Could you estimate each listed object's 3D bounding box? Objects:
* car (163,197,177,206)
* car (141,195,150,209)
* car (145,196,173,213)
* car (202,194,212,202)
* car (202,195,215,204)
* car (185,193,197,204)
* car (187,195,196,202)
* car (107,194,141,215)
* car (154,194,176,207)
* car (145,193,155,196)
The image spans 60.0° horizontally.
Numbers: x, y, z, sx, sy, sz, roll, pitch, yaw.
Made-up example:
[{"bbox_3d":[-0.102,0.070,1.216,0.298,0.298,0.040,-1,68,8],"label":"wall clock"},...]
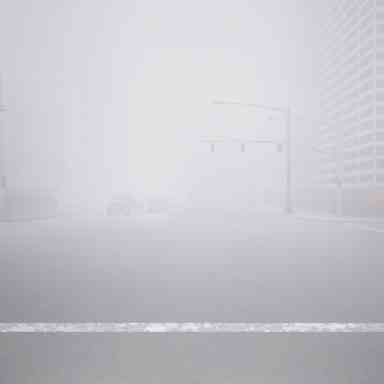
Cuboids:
[{"bbox_3d":[-3.709,1.564,56.543,1.994,1.385,4.181,0,0,0],"label":"car"},{"bbox_3d":[-7.197,1.547,44.842,2.033,1.411,5.357,0,0,0],"label":"car"},{"bbox_3d":[-3.681,1.492,37.513,2.128,1.511,4.902,0,0,0],"label":"car"},{"bbox_3d":[3.343,1.355,74.633,2.097,1.767,4.553,0,0,0],"label":"car"},{"bbox_3d":[3.457,1.526,64.730,1.812,1.442,4.674,0,0,0],"label":"car"},{"bbox_3d":[-0.137,1.221,63.810,2.150,2.045,5.566,0,0,0],"label":"car"},{"bbox_3d":[-0.160,1.382,74.481,1.994,1.385,4.181,0,0,0],"label":"car"},{"bbox_3d":[-7.157,1.221,34.590,2.150,2.045,5.566,0,0,2],"label":"car"},{"bbox_3d":[-3.696,1.352,46.730,2.097,1.767,4.553,0,0,0],"label":"car"},{"bbox_3d":[-7.206,1.223,56.921,2.150,2.045,5.566,0,0,0],"label":"car"}]
